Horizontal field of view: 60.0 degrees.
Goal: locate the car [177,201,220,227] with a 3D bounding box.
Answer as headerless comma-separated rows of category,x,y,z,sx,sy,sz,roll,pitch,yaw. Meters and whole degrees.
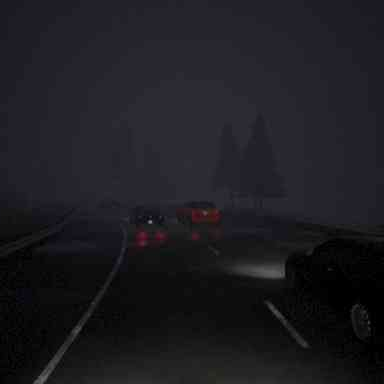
car,0.324,1.394,23.464,2.097,1.767,4.553,0,0,-15

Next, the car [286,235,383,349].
car,3.277,1.537,6.188,1.812,1.442,4.674,0,0,-4

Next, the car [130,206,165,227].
car,-3.272,1.644,23.461,1.895,1.301,4.718,0,0,-16

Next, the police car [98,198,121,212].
police car,-9.997,1.498,39.861,1.930,1.638,5.238,0,0,-27
